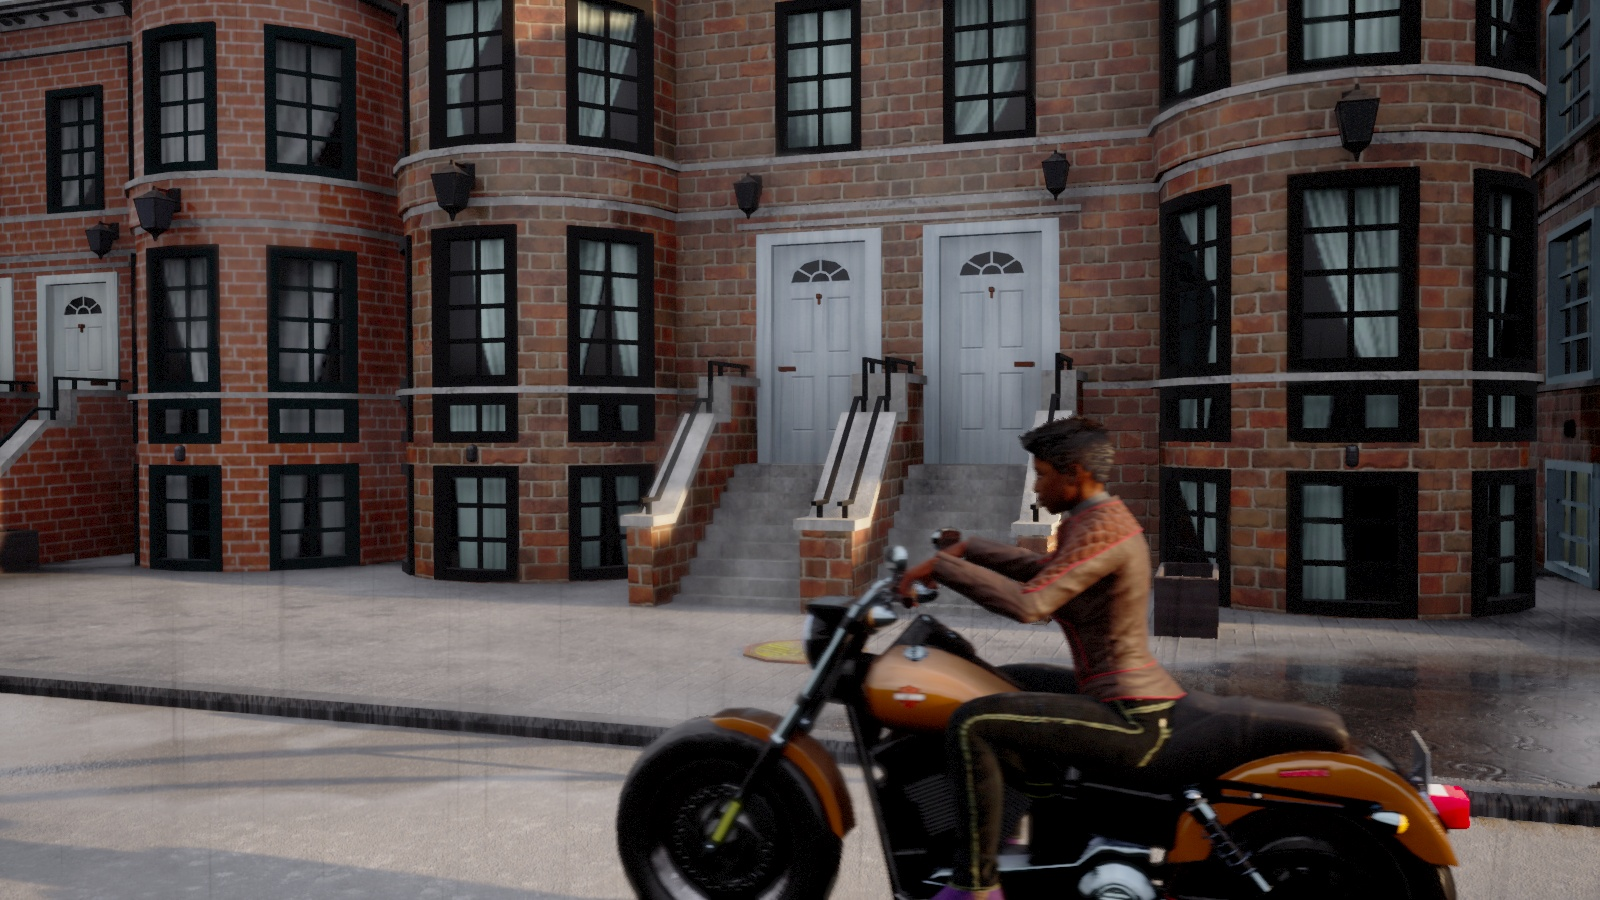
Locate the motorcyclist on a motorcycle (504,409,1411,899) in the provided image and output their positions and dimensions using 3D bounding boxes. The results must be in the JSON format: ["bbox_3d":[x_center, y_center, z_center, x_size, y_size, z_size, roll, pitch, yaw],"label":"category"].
[{"bbox_3d":[0.389,0.721,3.588,2.350,1.649,0.766,0,1,19],"label":"motorcyclist on a motorcycle"}]
